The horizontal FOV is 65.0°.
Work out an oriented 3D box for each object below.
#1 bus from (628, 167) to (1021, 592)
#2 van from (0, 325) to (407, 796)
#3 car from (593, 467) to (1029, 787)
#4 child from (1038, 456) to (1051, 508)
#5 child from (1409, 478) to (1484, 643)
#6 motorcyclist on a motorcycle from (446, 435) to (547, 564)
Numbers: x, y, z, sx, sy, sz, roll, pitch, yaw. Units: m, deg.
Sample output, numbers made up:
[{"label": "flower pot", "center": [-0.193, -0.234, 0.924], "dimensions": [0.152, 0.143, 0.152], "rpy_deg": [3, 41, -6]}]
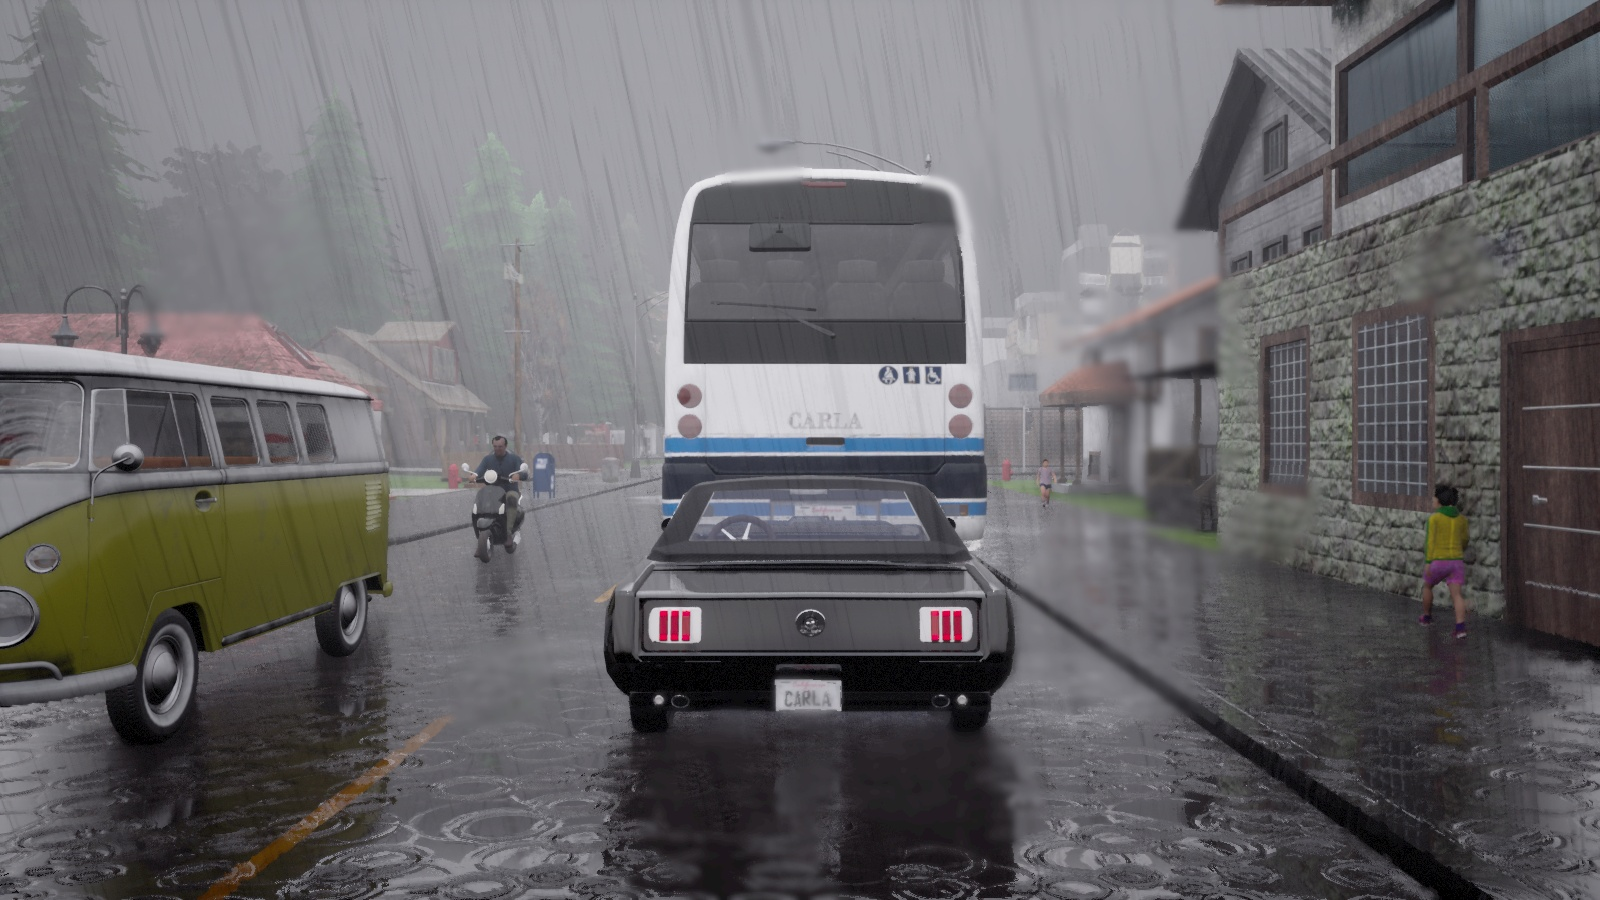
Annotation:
[{"label": "bus", "center": [0.139, -0.730, 17.748], "dimensions": [3.944, 4.253, 10.273], "rpy_deg": [0, 0, -1]}, {"label": "van", "center": [-3.948, 0.454, 7.526], "dimensions": [1.775, 1.987, 4.442], "rpy_deg": [0, 0, 0]}, {"label": "car", "center": [0.053, 0.803, 7.818], "dimensions": [1.895, 1.301, 4.718], "rpy_deg": [0, 0, 0]}, {"label": "child", "center": [5.255, 0.688, 26.959], "dimensions": [0.255, 1.110, 0.394], "rpy_deg": [0, 0, 9]}, {"label": "child", "center": [4.692, 0.788, 9.128], "dimensions": [0.299, 1.160, 0.473], "rpy_deg": [0, 0, 0]}, {"label": "motorcyclist on a motorcycle", "center": [-3.907, 0.605, 16.322], "dimensions": [0.866, 1.590, 1.817], "rpy_deg": [0, 0, 0]}]
